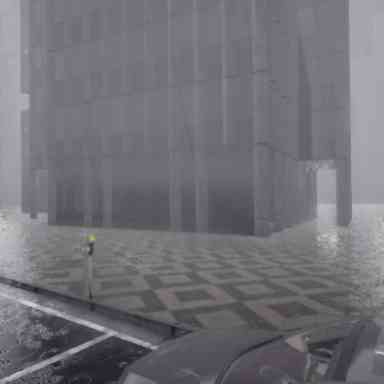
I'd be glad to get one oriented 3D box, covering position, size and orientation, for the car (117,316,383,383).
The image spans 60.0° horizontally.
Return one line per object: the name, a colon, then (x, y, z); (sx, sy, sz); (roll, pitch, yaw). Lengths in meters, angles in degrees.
car: (1.318, 1.551, 2.025); (4.403, 1.369, 2.008); (-1, -1, 36)
